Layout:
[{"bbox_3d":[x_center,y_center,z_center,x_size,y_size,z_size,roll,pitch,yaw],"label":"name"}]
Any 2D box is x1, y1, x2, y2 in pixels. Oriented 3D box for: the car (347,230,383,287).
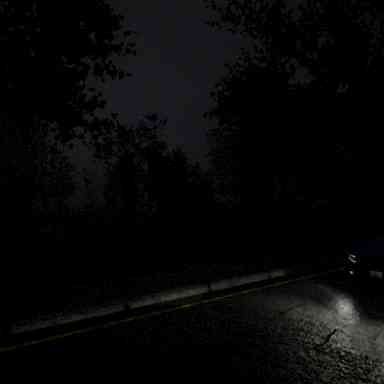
[{"bbox_3d":[5.955,1.478,8.536,5.008,1.535,1.882,0,0,-35],"label":"car"}]
